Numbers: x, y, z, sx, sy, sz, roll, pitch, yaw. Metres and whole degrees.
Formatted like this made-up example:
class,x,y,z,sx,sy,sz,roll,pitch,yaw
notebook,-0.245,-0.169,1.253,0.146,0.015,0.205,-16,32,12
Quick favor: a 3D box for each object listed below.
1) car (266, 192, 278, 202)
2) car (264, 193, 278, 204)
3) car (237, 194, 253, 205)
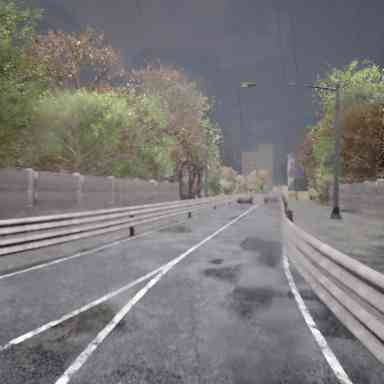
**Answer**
class,x,y,z,sx,sy,sz,roll,pitch,yaw
car,14.909,0.946,62.038,2.097,1.767,4.553,1,0,15
car,12.272,1.064,52.097,1.882,1.535,5.008,1,0,15
car,7.567,1.033,47.292,1.882,1.535,5.008,1,0,15
